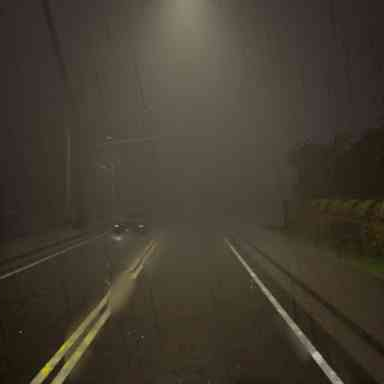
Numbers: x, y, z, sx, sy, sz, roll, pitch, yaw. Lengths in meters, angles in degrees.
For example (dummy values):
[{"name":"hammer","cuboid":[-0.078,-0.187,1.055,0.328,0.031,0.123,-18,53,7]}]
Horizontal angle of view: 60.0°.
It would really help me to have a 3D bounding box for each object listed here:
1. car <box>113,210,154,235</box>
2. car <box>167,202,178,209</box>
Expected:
[{"name":"car","cuboid":[-3.521,1.841,21.182,2.033,1.411,5.357,0,-1,0]},{"name":"car","cuboid":[-3.498,2.447,61.247,1.895,1.301,4.718,0,-1,0]}]
